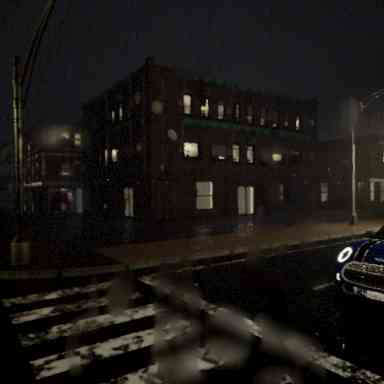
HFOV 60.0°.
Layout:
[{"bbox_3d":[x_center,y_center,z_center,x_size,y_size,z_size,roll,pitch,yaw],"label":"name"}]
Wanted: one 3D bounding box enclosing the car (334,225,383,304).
[{"bbox_3d":[5.177,1.292,7.381,4.553,1.767,2.097,-1,0,-35],"label":"car"}]
